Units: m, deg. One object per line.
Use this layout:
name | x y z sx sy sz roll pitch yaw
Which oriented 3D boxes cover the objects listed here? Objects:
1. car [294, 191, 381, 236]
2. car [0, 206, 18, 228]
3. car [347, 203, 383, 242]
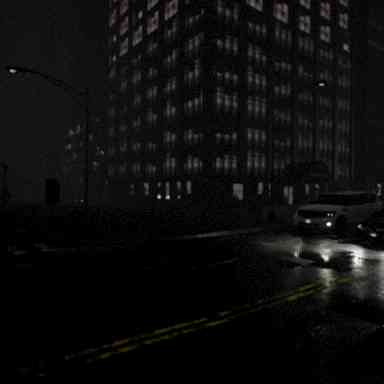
car | 7.663 0.981 17.144 5.566 2.045 2.150 -1 1 -36
car | -12.694 1.624 22.046 2.008 1.369 4.403 0 0 -36
car | 8.744 1.317 13.923 4.674 1.442 1.812 -1 1 -36
